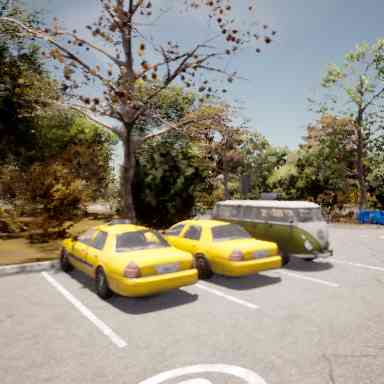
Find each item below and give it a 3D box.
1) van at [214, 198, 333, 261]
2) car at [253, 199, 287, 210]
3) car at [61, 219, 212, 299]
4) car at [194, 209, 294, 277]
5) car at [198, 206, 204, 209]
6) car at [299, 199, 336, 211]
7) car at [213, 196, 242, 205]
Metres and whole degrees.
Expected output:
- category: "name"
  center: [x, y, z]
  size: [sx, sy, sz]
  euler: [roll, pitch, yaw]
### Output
- category: "van"
  center: [2.649, 1.298, 11.559]
  size: [1.878, 1.987, 4.442]
  euler: [1, 0, -35]
- category: "car"
  center: [12.557, 1.948, 53.947]
  size: [2.033, 1.411, 5.357]
  euler: [-2, 2, -36]
- category: "car"
  center: [-1.972, 1.484, 8.639]
  size: [1.946, 1.575, 5.366]
  euler: [0, 0, -35]
- category: "car"
  center: [0.196, 1.499, 10.183]
  size: [1.946, 1.575, 5.366]
  euler: [1, 0, -35]
- category: "car"
  center: [-0.982, 1.607, 33.049]
  size: [2.150, 2.045, 5.566]
  euler: [-1, 2, -35]
- category: "car"
  center: [18.896, 1.868, 50.362]
  size: [2.128, 1.511, 4.902]
  euler: [-2, 2, -35]
- category: "car"
  center: [6.695, 1.560, 62.733]
  size: [4.902, 1.511, 2.128]
  euler: [1, 0, 21]
